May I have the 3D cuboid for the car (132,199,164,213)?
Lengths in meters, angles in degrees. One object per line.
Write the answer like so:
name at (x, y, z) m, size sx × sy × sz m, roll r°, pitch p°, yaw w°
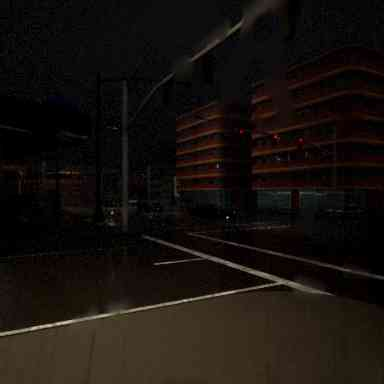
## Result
car at (-4.804, 1.525, 37.568) m, size 1.812 × 1.442 × 4.674 m, roll 0°, pitch 0°, yaw -30°

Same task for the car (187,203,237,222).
car at (1.543, 1.601, 26.803) m, size 1.895 × 1.301 × 4.718 m, roll 0°, pitch 0°, yaw -31°

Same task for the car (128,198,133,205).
car at (-10.840, 1.601, 55.076) m, size 1.895 × 1.301 × 4.718 m, roll 0°, pitch 0°, yaw -31°

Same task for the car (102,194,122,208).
car at (-11.796, 1.502, 49.434) m, size 1.837 × 1.490 × 4.892 m, roll 0°, pitch 1°, yaw -31°
